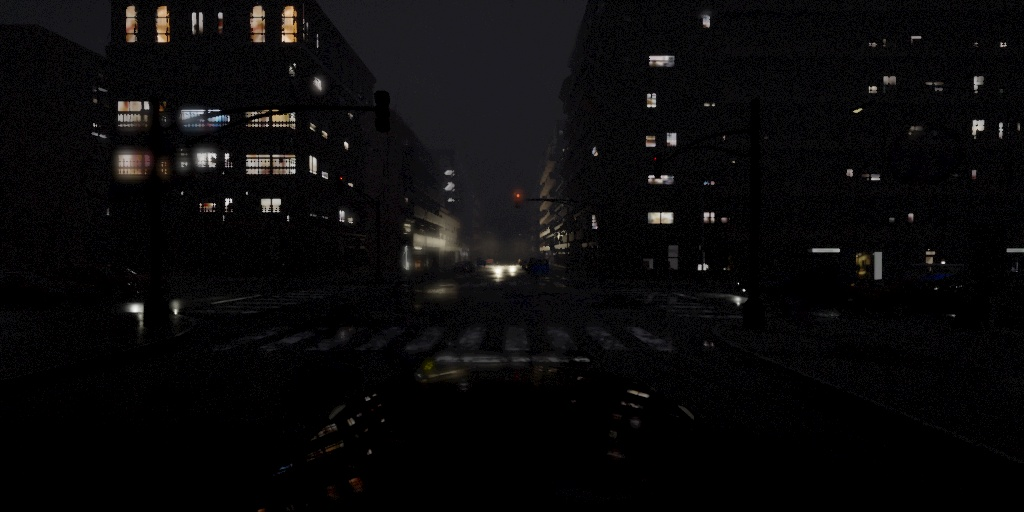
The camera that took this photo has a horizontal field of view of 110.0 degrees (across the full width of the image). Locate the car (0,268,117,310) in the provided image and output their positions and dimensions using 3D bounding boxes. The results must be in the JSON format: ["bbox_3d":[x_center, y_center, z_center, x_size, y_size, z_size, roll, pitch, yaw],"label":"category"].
[{"bbox_3d":[-17.756,1.215,13.219,4.207,1.307,1.802,0,0,0],"label":"car"}]

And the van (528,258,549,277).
[{"bbox_3d":[2.776,1.109,35.961,1.690,1.789,3.998,0,0,0],"label":"van"}]

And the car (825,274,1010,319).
[{"bbox_3d":[14.697,1.498,13.200,4.507,1.381,1.888,0,0,0],"label":"car"}]

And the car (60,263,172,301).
[{"bbox_3d":[-18.007,1.086,15.801,5.008,1.535,1.882,1,0,0],"label":"car"}]

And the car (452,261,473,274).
[{"bbox_3d":[-5.887,1.359,41.497,1.802,1.307,4.207,0,0,0],"label":"car"}]

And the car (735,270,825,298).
[{"bbox_3d":[14.956,1.453,18.993,5.357,1.411,2.033,1,0,0],"label":"car"}]

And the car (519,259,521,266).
[{"bbox_3d":[2.617,1.252,58.018,1.967,1.591,4.097,0,0,0],"label":"car"}]

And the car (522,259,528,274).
[{"bbox_3d":[2.680,1.091,41.457,2.192,1.841,5.009,0,0,0],"label":"car"}]

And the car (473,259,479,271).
[{"bbox_3d":[-5.894,1.352,47.018,1.948,1.339,4.313,0,0,0],"label":"car"}]

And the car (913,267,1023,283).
[{"bbox_3d":[24.865,1.515,18.987,4.892,1.490,1.837,0,0,0],"label":"car"}]

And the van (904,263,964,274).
[{"bbox_3d":[26.071,1.343,21.563,3.998,1.789,1.690,0,0,0],"label":"van"}]
